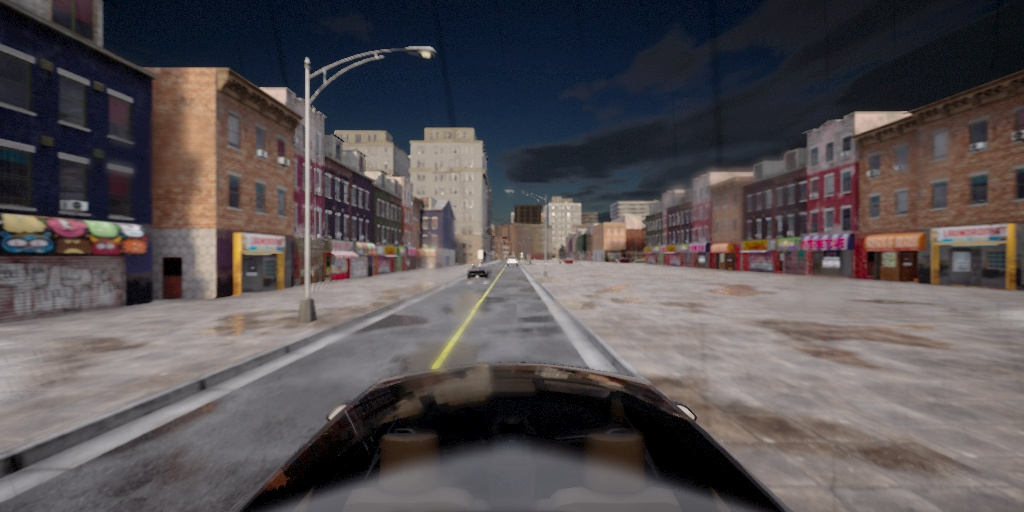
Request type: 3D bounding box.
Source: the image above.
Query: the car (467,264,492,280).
[{"bbox_3d":[-2.767,1.362,31.033,1.895,1.301,4.718,0,0,1],"label":"car"}]
